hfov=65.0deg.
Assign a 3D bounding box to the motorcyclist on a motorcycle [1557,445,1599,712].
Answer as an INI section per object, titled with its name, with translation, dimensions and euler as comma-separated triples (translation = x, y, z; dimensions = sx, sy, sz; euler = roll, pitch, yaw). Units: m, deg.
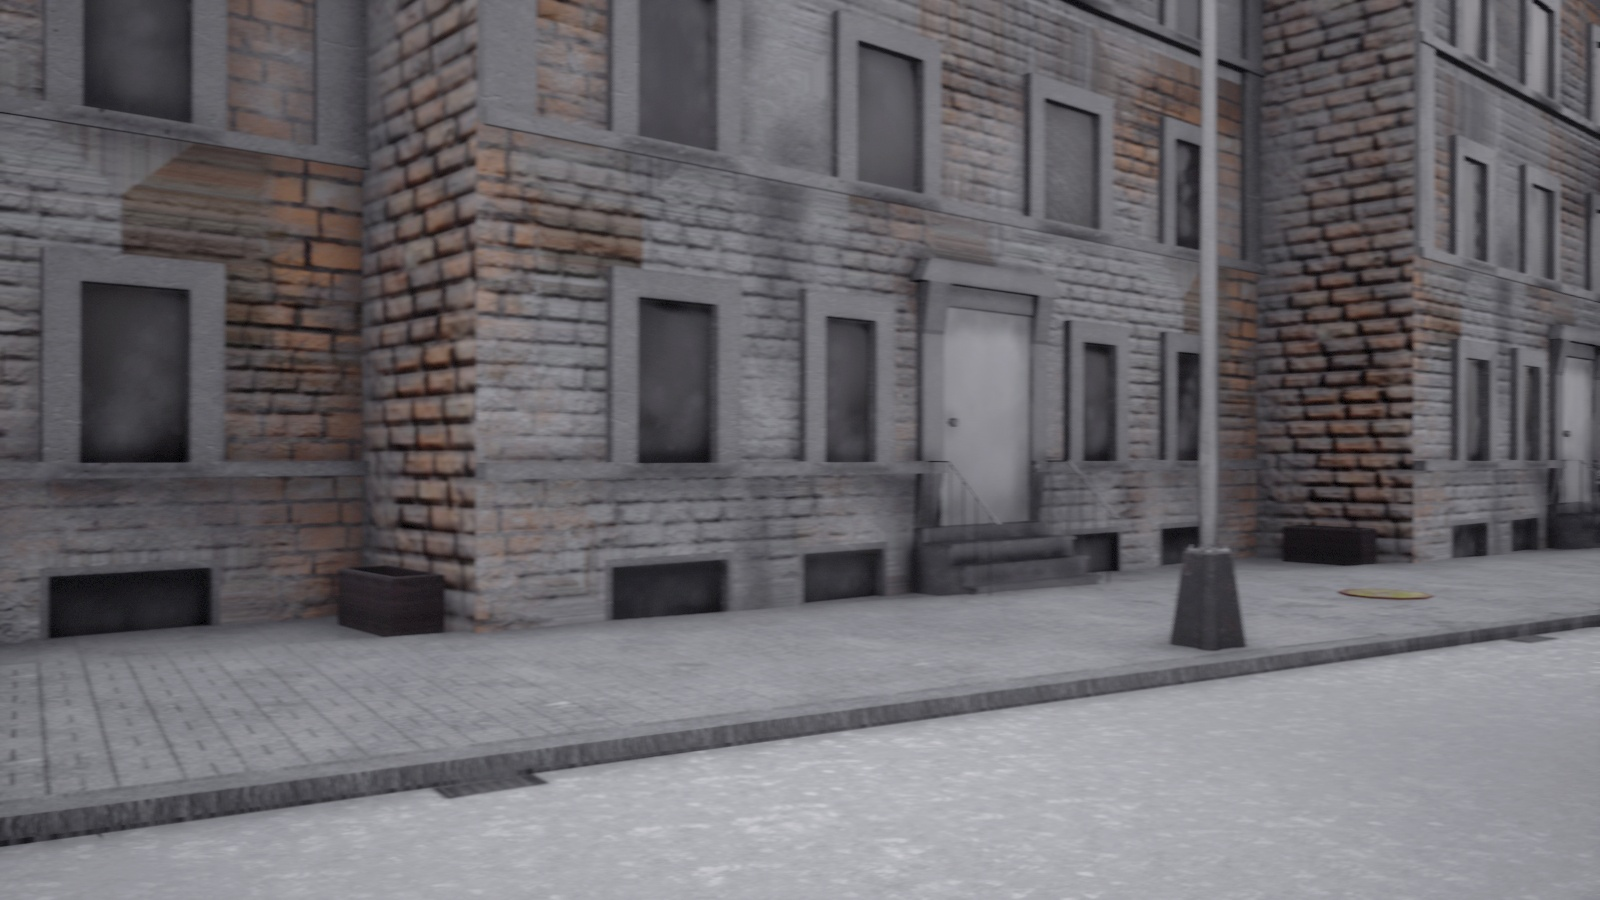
[motorcyclist on a motorcycle]
translation = 5.523, 0.732, 7.575
dimensions = 2.044, 1.523, 0.797
euler = 0, 0, -32
